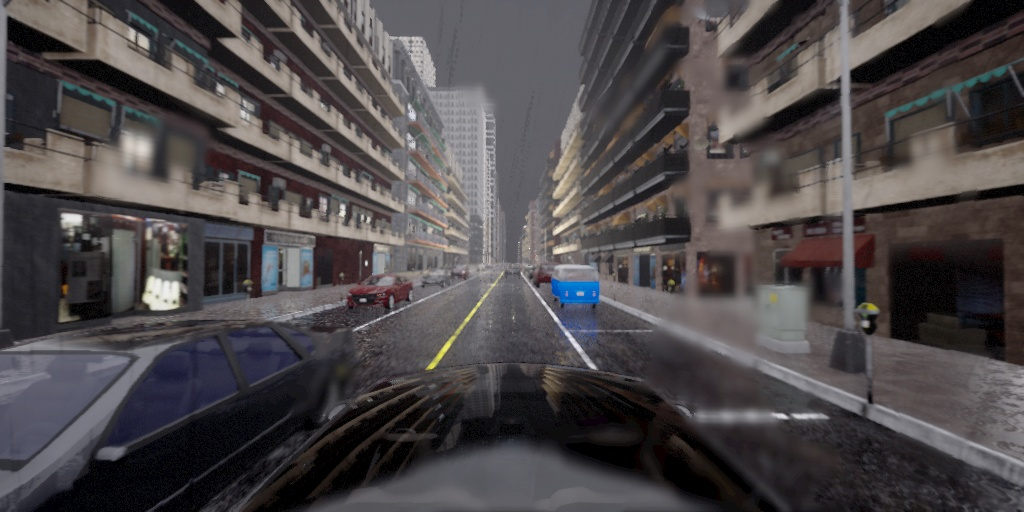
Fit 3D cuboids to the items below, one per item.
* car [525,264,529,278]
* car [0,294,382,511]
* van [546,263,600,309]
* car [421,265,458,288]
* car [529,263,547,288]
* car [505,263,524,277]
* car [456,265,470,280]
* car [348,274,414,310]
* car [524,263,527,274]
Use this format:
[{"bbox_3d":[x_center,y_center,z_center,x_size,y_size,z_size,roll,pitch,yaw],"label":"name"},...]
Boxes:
[{"bbox_3d":[2.687,1.814,38.668,1.948,1.339,4.313,0,0,0],"label":"car"},{"bbox_3d":[-3.101,1.314,2.942,2.033,1.411,5.357,0,-1,0],"label":"car"},{"bbox_3d":[2.689,1.282,15.941,1.690,1.789,3.998,0,0,0],"label":"van"},{"bbox_3d":[-5.693,1.644,27.302,2.007,1.370,4.403,0,0,0],"label":"car"},{"bbox_3d":[2.688,1.409,27.304,2.192,1.841,5.009,0,0,0],"label":"car"},{"bbox_3d":[0.096,1.814,44.131,2.128,1.511,4.902,0,-1,0],"label":"car"},{"bbox_3d":[-5.693,1.688,38.665,1.967,1.591,4.097,0,0,0],"label":"car"},{"bbox_3d":[-5.691,1.486,15.938,1.888,1.381,4.507,0,0,0],"label":"car"},{"bbox_3d":[2.687,2.034,55.714,2.007,1.370,4.403,0,0,0],"label":"car"}]
